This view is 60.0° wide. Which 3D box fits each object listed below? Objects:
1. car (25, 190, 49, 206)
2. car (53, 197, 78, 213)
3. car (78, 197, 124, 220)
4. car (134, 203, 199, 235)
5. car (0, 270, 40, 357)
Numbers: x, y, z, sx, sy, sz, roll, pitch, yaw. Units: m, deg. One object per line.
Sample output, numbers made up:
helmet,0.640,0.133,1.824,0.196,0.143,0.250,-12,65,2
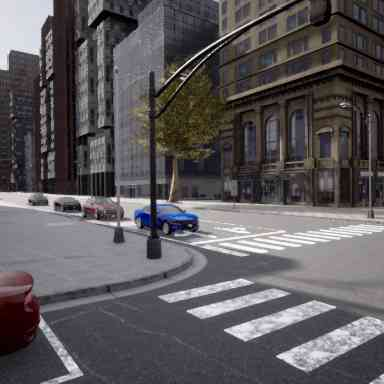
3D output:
car,-21.626,1.018,46.783,2.097,1.767,4.553,-1,1,-36
car,-13.144,1.261,34.969,1.882,1.535,5.008,-1,1,-36
car,-7.232,1.217,26.822,2.097,1.767,4.553,-1,1,-36
car,-1.560,1.422,19.009,1.882,1.535,5.008,-1,1,-36
car,-4.157,1.545,3.672,4.507,1.381,1.887,0,-1,-36
